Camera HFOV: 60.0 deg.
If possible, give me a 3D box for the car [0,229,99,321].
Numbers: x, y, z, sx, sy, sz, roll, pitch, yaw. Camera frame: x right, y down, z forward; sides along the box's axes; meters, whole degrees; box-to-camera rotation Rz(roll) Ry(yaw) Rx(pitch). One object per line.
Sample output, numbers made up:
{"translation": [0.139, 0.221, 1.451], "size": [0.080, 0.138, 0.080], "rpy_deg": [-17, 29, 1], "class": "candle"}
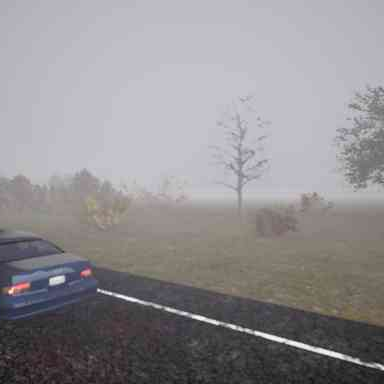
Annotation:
{"translation": [-4.303, 1.534, 7.117], "size": [5.357, 1.411, 2.033], "rpy_deg": [0, 0, 36], "class": "car"}
